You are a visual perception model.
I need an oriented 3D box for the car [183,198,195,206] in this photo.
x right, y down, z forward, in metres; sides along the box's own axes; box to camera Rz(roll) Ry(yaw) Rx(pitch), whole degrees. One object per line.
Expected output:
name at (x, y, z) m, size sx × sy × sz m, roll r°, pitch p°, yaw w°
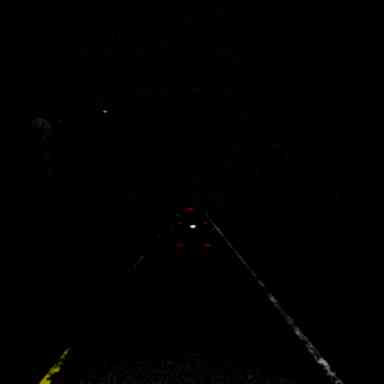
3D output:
car at (-0.526, 1.951, 55.896) m, size 1.837 × 1.490 × 4.892 m, roll 0°, pitch 0°, yaw -1°

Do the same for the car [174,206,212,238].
car at (0.033, 1.711, 18.666) m, size 1.994 × 1.385 × 4.181 m, roll 0°, pitch 0°, yaw 0°

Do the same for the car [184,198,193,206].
car at (-0.740, 2.017, 66.320) m, size 1.882 × 1.535 × 5.008 m, roll 0°, pitch 0°, yaw -1°

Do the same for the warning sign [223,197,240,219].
warning sign at (3.417, 1.341, 28.784) m, size 1.300 × 1.860 × 1.060 m, roll 1°, pitch 0°, yaw -1°
